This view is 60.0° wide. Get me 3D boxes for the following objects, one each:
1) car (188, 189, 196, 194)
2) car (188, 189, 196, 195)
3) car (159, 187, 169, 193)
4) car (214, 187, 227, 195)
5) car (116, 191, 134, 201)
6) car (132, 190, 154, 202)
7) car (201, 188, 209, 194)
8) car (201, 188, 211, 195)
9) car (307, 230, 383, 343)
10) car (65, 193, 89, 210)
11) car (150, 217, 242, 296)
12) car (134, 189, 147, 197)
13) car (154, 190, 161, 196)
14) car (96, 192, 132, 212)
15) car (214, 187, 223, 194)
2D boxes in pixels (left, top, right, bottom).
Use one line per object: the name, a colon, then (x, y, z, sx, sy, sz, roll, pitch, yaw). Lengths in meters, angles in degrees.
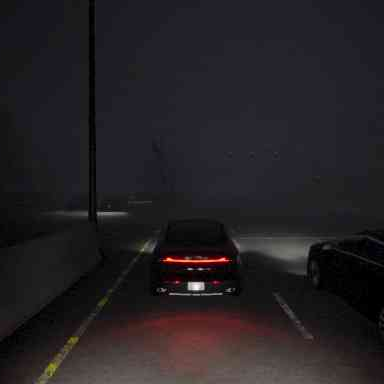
car: (0.019, -0.153, 88.271, 2.033, 1.411, 5.357, 0, 1, 0)
car: (0.019, 0.034, 77.968, 2.128, 1.511, 4.902, 0, 1, 0)
car: (-6.983, -0.424, 82.440, 2.033, 1.411, 5.357, 0, 1, 0)
car: (7.017, -0.160, 79.071, 2.097, 1.767, 4.553, 0, 1, 0)
car: (-10.582, 0.608, 52.673, 1.895, 1.301, 4.718, 0, 1, 0)
car: (-7.086, 0.608, 48.892, 1.812, 1.442, 4.674, 0, 1, 0)
car: (3.520, -0.243, 90.818, 1.837, 1.490, 4.892, 0, 1, 1)
car: (3.517, -0.186, 80.536, 2.097, 1.767, 4.553, 0, 1, 0)
car: (3.567, 1.413, 5.814, 2.128, 1.511, 4.902, 0, 1, 0)
car: (-10.594, 0.888, 32.225, 1.882, 1.535, 5.008, 0, 1, 0)
car: (0.078, 1.379, 8.325, 1.837, 1.490, 4.892, 0, 1, 0)
car: (-10.487, 0.237, 67.769, 1.812, 1.442, 4.674, 0, 2, 0)
car: (-6.992, 0.321, 67.291, 1.895, 1.301, 4.718, 0, 1, 0)
car: (-7.094, 1.009, 30.455, 1.994, 1.385, 4.181, 0, 1, 0)
car: (7.019, -0.448, 88.238, 2.097, 1.767, 4.553, 0, 1, 0)
